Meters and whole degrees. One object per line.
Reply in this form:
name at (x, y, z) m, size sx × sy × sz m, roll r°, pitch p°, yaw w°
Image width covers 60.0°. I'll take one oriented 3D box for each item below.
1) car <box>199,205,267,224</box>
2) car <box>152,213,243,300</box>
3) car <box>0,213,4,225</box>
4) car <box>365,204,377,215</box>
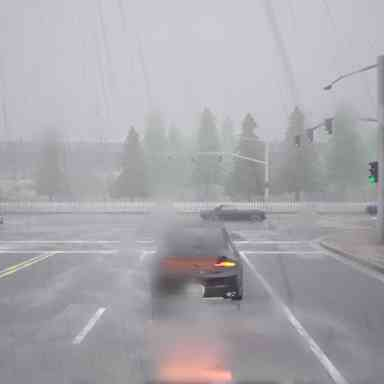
car at (2.866, 1.562, 23.666) m, size 4.718 × 1.301 × 1.895 m, roll 0°, pitch 0°, yaw 0°
car at (0.173, 1.505, 8.368) m, size 1.837 × 1.490 × 4.892 m, roll 0°, pitch 0°, yaw 2°
car at (-14.117, 1.463, 20.281) m, size 4.902 × 1.511 × 2.128 m, roll 0°, pitch 0°, yaw 0°
car at (18.739, 1.421, 30.740) m, size 5.008 × 1.535 × 1.882 m, roll 0°, pitch 0°, yaw 1°
